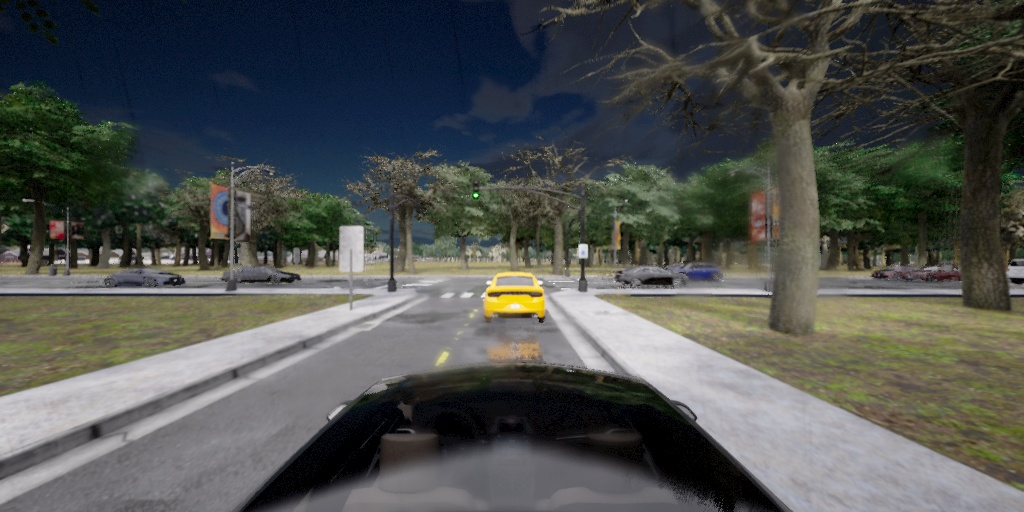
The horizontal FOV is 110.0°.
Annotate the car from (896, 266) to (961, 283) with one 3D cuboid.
[{"bbox_3d":[37.201,1.577,31.407,4.674,1.442,1.812,0,0,0],"label":"car"}]

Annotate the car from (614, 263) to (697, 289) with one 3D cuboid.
[{"bbox_3d":[9.618,1.453,24.782,4.902,1.511,2.128,0,-1,-1],"label":"car"}]

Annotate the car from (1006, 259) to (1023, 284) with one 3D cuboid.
[{"bbox_3d":[42.385,1.259,28.037,5.566,2.045,2.150,0,0,0],"label":"car"}]

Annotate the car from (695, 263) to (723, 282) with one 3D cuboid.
[{"bbox_3d":[15.777,1.369,31.403,4.553,1.767,2.097,0,0,0],"label":"car"}]

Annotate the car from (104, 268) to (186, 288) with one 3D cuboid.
[{"bbox_3d":[-25.135,1.486,24.654,4.181,1.385,1.994,0,0,0],"label":"car"}]

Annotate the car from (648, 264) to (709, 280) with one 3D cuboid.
[{"bbox_3d":[15.963,1.532,34.652,4.902,1.511,2.128,0,0,0],"label":"car"}]

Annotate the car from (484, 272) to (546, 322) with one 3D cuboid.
[{"bbox_3d":[0.096,1.320,12.778,1.882,1.535,5.008,0,-1,0],"label":"car"}]

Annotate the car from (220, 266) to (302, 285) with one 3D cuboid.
[{"bbox_3d":[-19.468,1.497,27.909,5.357,1.411,2.033,0,0,0],"label":"car"}]

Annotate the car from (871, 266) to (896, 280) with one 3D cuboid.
[{"bbox_3d":[37.478,1.639,34.652,4.181,1.385,1.994,0,0,0],"label":"car"}]
